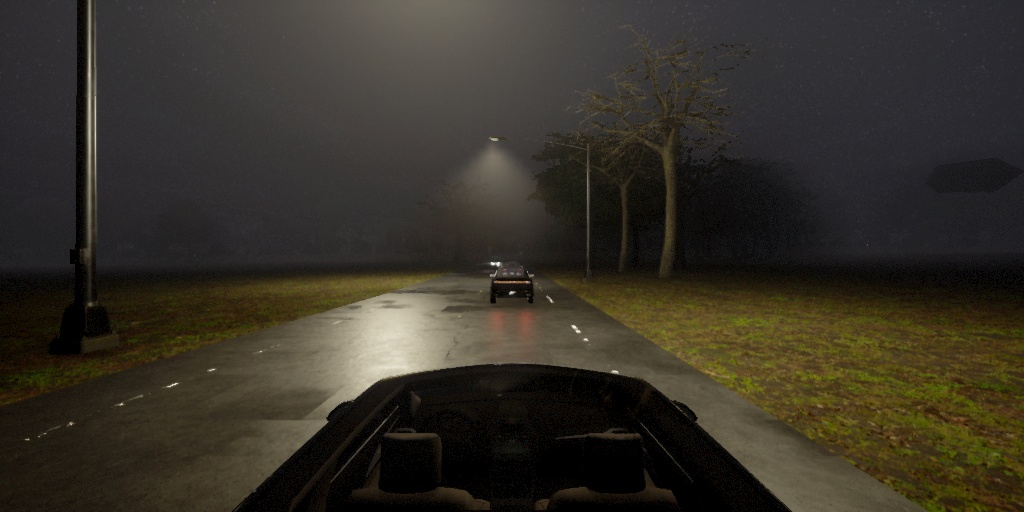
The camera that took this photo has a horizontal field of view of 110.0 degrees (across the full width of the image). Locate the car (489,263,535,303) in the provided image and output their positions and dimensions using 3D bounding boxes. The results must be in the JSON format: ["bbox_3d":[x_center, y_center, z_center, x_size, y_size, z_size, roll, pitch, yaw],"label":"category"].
[{"bbox_3d":[0.000,1.247,16.501,2.128,1.511,4.902,0,0,0],"label":"car"}]

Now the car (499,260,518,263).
[{"bbox_3d":[0.000,1.248,31.499,1.812,1.442,4.674,0,0,0],"label":"car"}]
